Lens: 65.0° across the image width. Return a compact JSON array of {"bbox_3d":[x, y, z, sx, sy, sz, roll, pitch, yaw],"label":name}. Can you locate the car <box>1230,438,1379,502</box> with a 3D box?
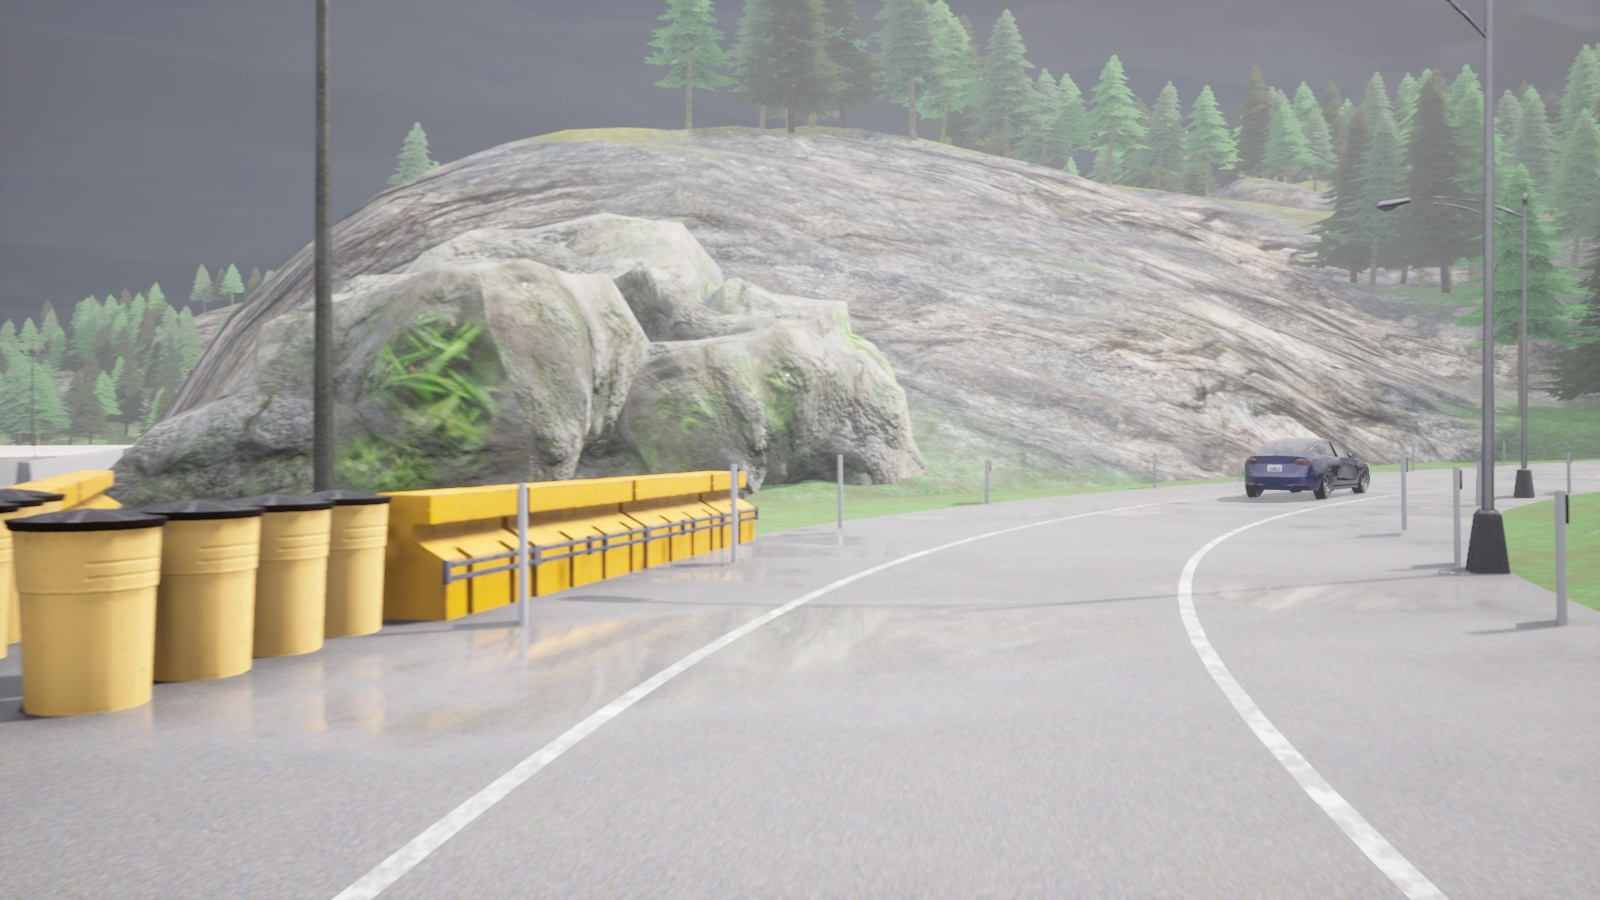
[{"bbox_3d":[13.095,0.462,32.438,2.163,1.488,4.792,0,1,40],"label":"car"}]
